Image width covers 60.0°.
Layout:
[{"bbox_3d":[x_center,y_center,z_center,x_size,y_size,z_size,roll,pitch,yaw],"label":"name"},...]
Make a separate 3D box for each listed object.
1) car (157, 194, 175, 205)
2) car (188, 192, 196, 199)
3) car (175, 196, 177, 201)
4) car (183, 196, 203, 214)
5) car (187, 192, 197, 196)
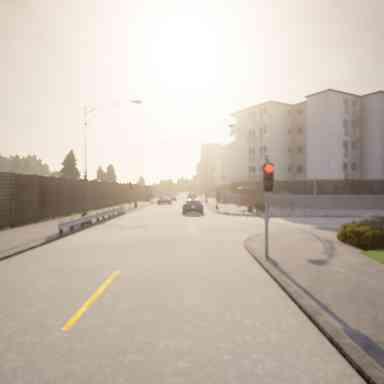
[{"bbox_3d":[-4.084,1.223,49.651,1.994,1.385,4.181,0,0,0],"label":"car"},{"bbox_3d":[-0.009,0.850,79.453,1.837,1.490,4.892,0,0,0],"label":"car"},{"bbox_3d":[-4.024,1.075,65.581,1.812,1.442,4.674,0,0,0],"label":"car"},{"bbox_3d":[0.093,1.339,32.692,1.994,1.385,4.181,0,0,0],"label":"car"},{"bbox_3d":[-0.009,0.876,69.421,2.097,1.767,4.553,0,0,0],"label":"car"}]
